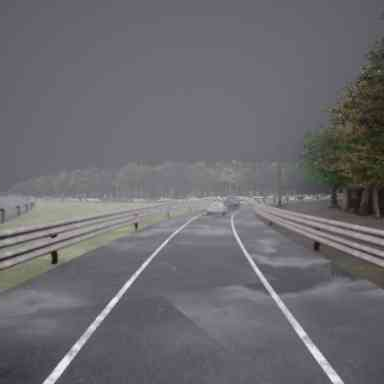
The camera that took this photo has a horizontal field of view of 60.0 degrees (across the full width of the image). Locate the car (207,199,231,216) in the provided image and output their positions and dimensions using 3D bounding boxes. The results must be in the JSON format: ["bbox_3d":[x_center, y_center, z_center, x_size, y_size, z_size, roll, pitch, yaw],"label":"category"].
[{"bbox_3d":[2.754,1.741,35.929,1.812,1.442,4.674,0,0,12],"label":"car"}]

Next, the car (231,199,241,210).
[{"bbox_3d":[5.867,1.746,48.432,2.128,1.511,4.902,0,0,18],"label":"car"}]
